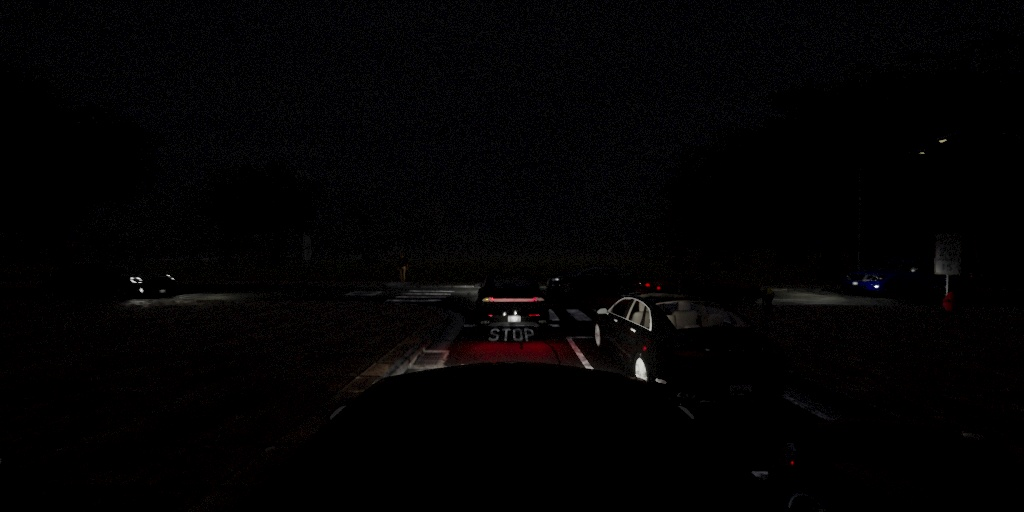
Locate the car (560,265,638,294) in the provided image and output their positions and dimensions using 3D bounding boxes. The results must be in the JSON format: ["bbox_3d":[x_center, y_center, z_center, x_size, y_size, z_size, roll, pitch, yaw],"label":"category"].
[{"bbox_3d":[4.421,1.255,19.585,4.902,1.511,2.128,1,0,0],"label":"car"}]

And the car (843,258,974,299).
[{"bbox_3d":[21.523,1.148,19.585,5.566,2.045,2.150,0,1,0],"label":"car"}]

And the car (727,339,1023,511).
[{"bbox_3d":[2.636,1.332,0.756,1.802,1.307,4.207,0,0,0],"label":"car"}]

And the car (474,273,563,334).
[{"bbox_3d":[-0.100,1.238,10.676,2.128,1.511,4.902,0,0,-4],"label":"car"}]

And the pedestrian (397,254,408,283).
[{"bbox_3d":[-6.887,0.752,22.465,0.375,1.860,0.375,0,1,0],"label":"pedestrian"}]

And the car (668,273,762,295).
[{"bbox_3d":[8.835,1.476,16.647,4.718,1.301,1.895,1,1,0],"label":"car"}]

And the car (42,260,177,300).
[{"bbox_3d":[-18.445,1.046,16.602,4.553,1.767,2.097,0,1,0],"label":"car"}]

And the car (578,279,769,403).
[{"bbox_3d":[2.635,1.298,6.288,2.007,1.370,4.403,0,0,0],"label":"car"}]
